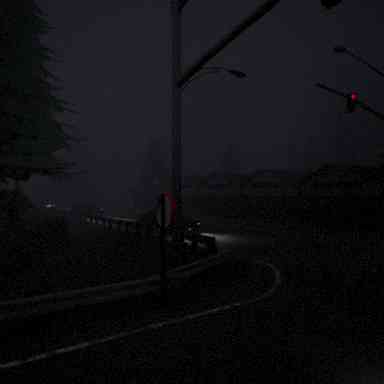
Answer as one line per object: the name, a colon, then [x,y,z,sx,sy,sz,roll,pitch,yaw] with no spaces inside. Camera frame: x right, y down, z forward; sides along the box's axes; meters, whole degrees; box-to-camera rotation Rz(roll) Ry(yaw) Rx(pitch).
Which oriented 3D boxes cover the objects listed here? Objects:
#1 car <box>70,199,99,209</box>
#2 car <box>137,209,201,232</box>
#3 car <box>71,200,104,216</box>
car: [-16.265,1.820,50.627,1.895,1.301,4.718,0,0,18]
car: [-1.644,1.739,21.034,2.033,1.411,5.357,0,0,-35]
car: [-10.630,1.792,33.887,1.895,1.301,4.718,0,0,-35]
